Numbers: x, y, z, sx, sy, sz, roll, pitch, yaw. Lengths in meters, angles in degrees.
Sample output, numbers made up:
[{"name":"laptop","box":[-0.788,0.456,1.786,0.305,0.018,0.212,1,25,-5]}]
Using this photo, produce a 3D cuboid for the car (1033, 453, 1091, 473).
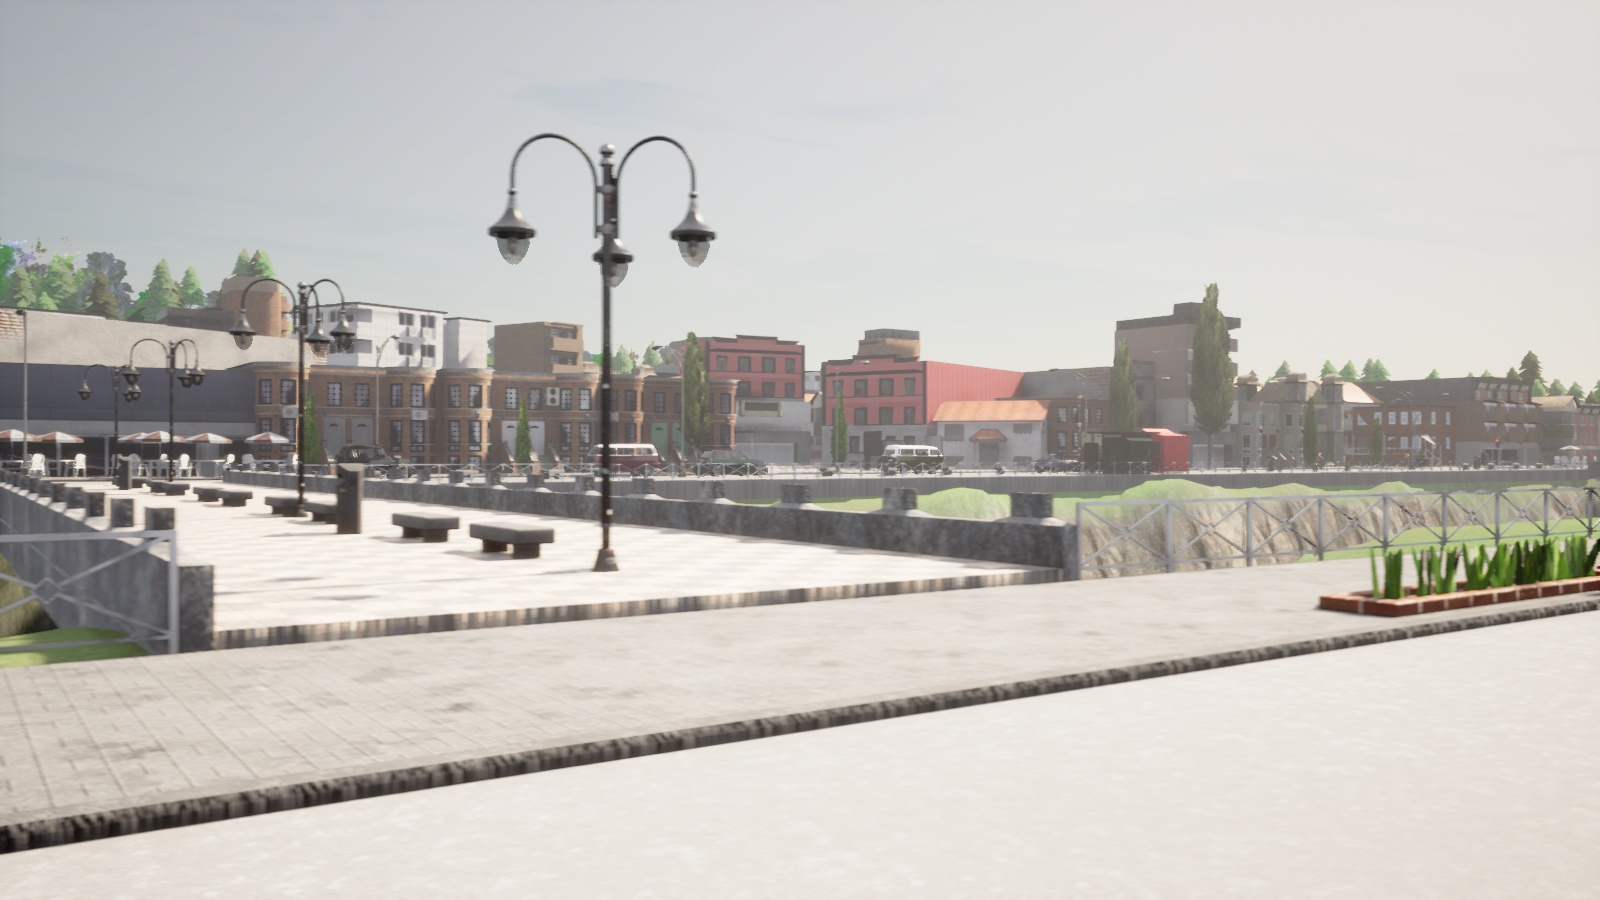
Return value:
[{"name":"car","box":[19.399,0.945,92.943,4.193,1.474,1.816,0,0,-35]}]

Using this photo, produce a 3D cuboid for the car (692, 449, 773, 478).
[{"name":"car","box":[-4.108,0.800,76.572,4.553,1.767,2.097,0,0,-35]}]

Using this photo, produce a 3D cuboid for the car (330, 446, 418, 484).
[{"name":"car","box":[-21.789,0.744,64.258,3.866,1.878,1.905,0,0,-35]}]

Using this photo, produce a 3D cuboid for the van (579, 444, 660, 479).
[{"name":"van","box":[-11.001,0.679,76.645,4.480,2.038,2.069,0,0,-35]}]

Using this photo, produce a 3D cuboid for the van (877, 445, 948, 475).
[{"name":"van","box":[7.611,0.660,84.735,4.480,2.038,2.069,0,0,-35]}]
